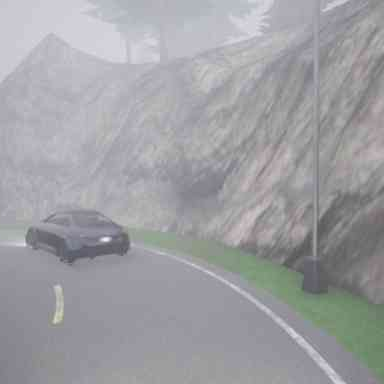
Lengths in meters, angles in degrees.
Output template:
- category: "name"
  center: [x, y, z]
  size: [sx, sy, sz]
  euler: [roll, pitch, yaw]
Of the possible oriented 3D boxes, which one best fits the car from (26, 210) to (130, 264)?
- category: "car"
  center: [-3.812, 1.270, 10.840]
  size: [1.994, 1.385, 4.181]
  euler: [-1, 2, -43]
